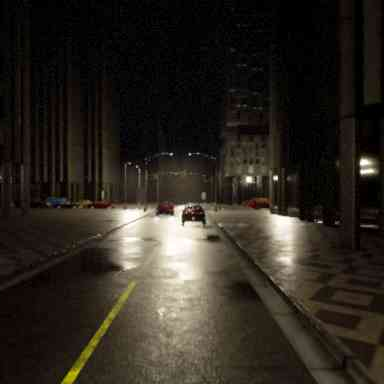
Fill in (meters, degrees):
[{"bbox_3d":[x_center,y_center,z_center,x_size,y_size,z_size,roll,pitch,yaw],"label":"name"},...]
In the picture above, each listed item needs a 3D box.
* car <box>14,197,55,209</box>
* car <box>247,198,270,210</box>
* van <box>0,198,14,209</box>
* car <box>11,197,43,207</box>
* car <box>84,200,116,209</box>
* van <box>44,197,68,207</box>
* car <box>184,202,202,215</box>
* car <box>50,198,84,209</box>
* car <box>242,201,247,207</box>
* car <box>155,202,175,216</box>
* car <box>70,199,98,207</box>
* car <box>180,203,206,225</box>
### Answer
[{"bbox_3d":[-25.952,1.940,54.970,5.009,1.841,2.192,0,0,0],"label":"car"},{"bbox_3d":[12.139,2.114,55.072,5.009,1.841,2.192,0,0,0],"label":"car"},{"bbox_3d":[-31.478,1.944,54.954,3.998,1.788,1.690,0,0,0],"label":"van"},{"bbox_3d":[-31.487,1.886,63.486,5.009,1.841,2.192,0,0,0],"label":"car"},{"bbox_3d":[-14.903,2.217,55.001,4.507,1.381,1.887,0,0,0],"label":"car"},{"bbox_3d":[-25.962,1.935,63.499,3.998,1.788,1.690,0,0,0],"label":"van"},{"bbox_3d":[0.114,2.036,41.932,2.033,1.411,5.357,0,-1,0],"label":"car"},{"bbox_3d":[-20.428,2.199,54.985,4.403,1.369,2.008,0,0,0],"label":"car"},{"bbox_3d":[12.127,2.082,63.597,5.009,1.841,2.192,0,0,0],"label":"car"},{"bbox_3d":[-3.008,1.913,37.823,1.882,1.535,5.008,0,-1,0],"label":"car"},{"bbox_3d":[-20.608,2.141,63.512,4.829,1.417,1.752,0,0,0],"label":"car"},{"bbox_3d":[0.107,1.788,26.706,2.128,1.511,4.902,0,-1,0],"label":"car"}]
